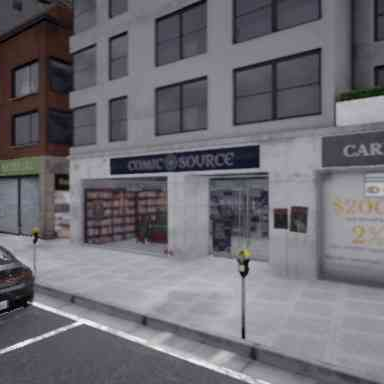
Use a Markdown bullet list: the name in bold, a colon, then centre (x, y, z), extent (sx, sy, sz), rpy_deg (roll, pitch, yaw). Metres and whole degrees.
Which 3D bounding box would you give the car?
- **car**: centre (-4.814, 1.576, 6.514), extent (4.403, 1.369, 2.008), rpy_deg (0, 0, 36)
